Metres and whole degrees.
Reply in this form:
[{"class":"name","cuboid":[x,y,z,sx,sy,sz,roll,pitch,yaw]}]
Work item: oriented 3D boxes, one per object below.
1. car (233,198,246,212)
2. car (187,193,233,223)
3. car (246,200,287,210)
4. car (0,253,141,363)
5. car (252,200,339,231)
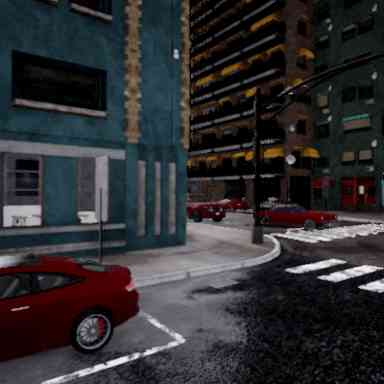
[{"class":"car","cuboid":[3.652,1.243,32.087,1.802,1.307,4.206,1,0,-36]},{"class":"car","cuboid":[0.115,1.006,22.692,2.192,1.841,5.009,1,0,-36]},{"class":"car","cuboid":[6.919,1.307,27.575,1.947,1.339,4.313,1,0,-36]},{"class":"car","cuboid":[-2.764,1.582,4.580,4.206,1.307,1.802,0,1,-35]},{"class":"car","cuboid":[5.956,1.402,19.408,1.895,1.301,4.718,0,1,-40]}]
